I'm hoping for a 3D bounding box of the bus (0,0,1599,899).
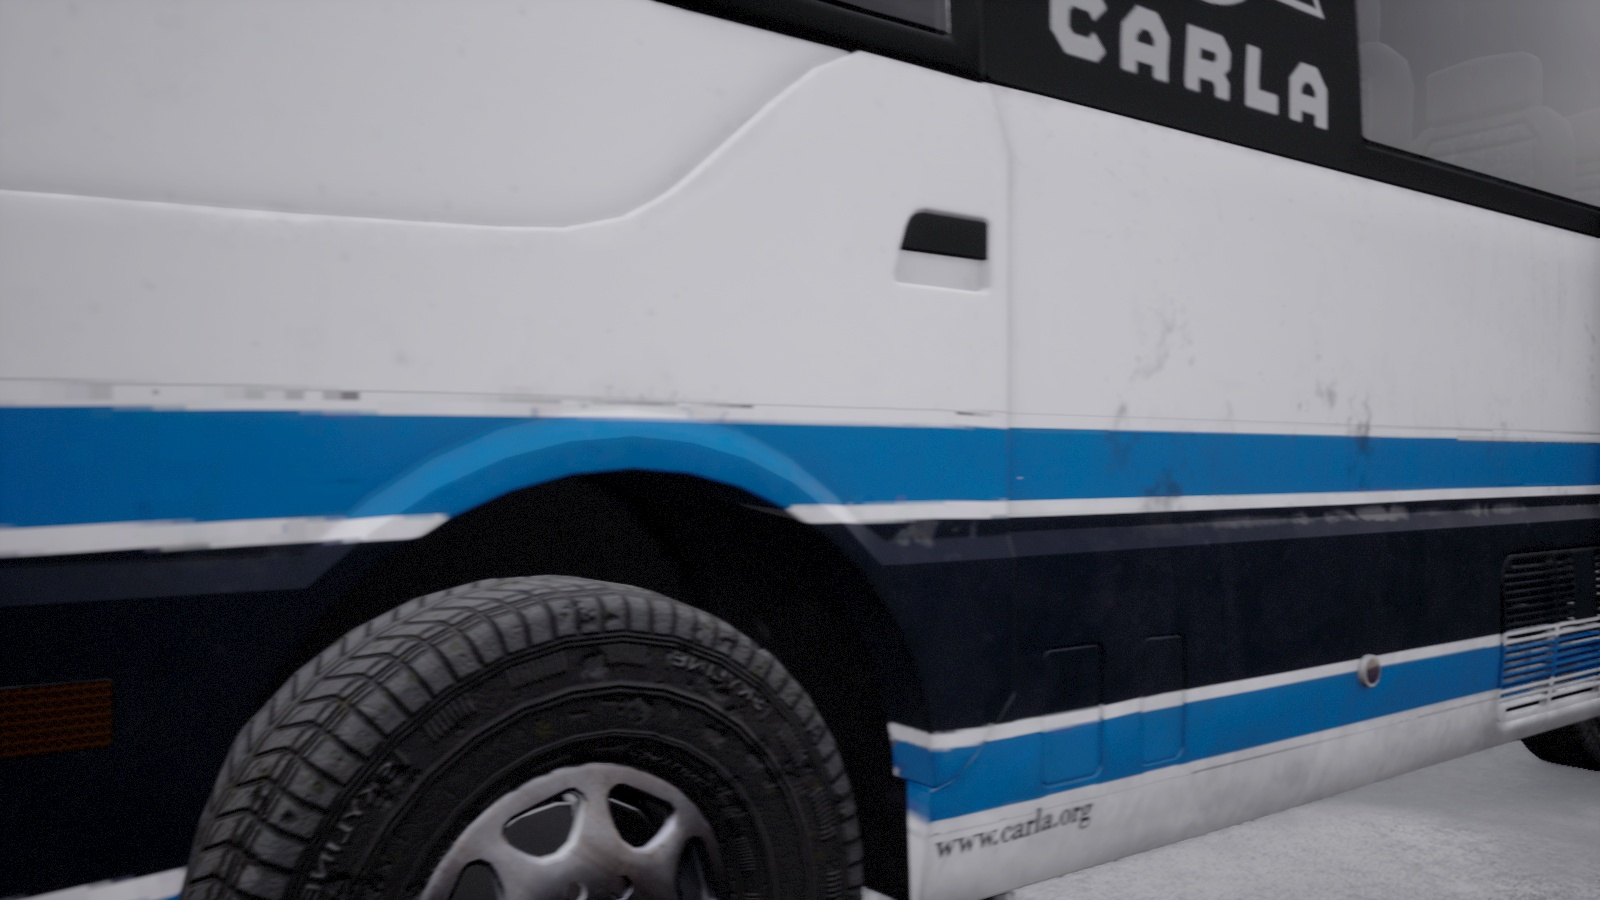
[{"bbox_3d":[1.140,-0.614,5.173,10.273,4.253,3.944,0,0,-37],"label":"bus"}]
